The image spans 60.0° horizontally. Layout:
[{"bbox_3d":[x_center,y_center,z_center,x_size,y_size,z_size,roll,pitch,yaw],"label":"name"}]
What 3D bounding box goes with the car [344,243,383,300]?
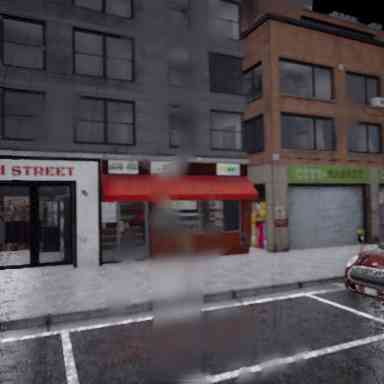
[{"bbox_3d":[5.693,1.649,8.066,4.097,1.590,1.967,0,-3,-24],"label":"car"}]
